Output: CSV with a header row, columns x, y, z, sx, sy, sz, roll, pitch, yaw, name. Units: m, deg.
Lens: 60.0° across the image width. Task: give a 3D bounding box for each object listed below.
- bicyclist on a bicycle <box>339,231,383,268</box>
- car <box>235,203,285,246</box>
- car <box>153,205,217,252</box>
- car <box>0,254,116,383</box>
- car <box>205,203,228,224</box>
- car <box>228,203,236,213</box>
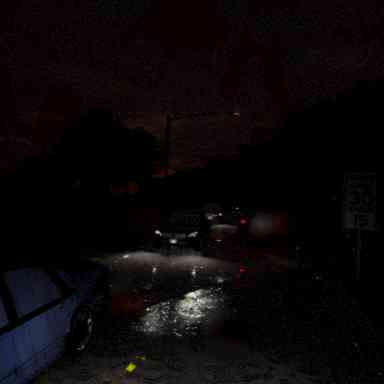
x,y,z,sx,sy,sz,roll,pitch,yaw,name
5.642,1.648,10.765,1.656,1.620,0.582,1,0,12,bicyclist on a bicycle
3.405,1.484,16.547,2.097,1.767,4.553,2,0,11,car
-0.247,1.510,14.273,1.812,1.442,4.674,2,0,10,car
-2.587,1.440,3.335,2.033,1.411,5.357,2,0,11,car
1.618,1.614,26.246,1.812,1.442,4.674,2,-1,7,car
5.988,2.202,46.037,1.994,1.385,4.181,2,-2,0,car
